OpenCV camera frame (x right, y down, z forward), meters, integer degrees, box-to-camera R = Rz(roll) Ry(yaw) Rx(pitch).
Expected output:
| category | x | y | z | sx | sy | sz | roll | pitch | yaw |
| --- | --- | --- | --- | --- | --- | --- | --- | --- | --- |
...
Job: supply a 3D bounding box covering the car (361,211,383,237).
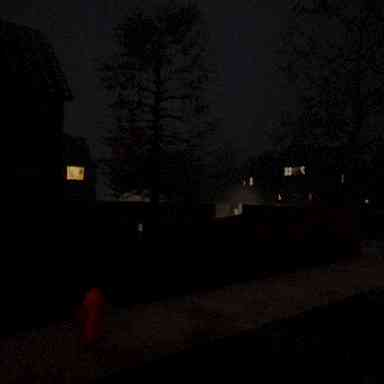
| category | x | y | z | sx | sy | sz | roll | pitch | yaw |
| --- | --- | --- | --- | --- | --- | --- | --- | --- | --- |
| car | 10.546 | 1.836 | 19.838 | 2.033 | 1.411 | 5.357 | 2 | -2 | -35 |
